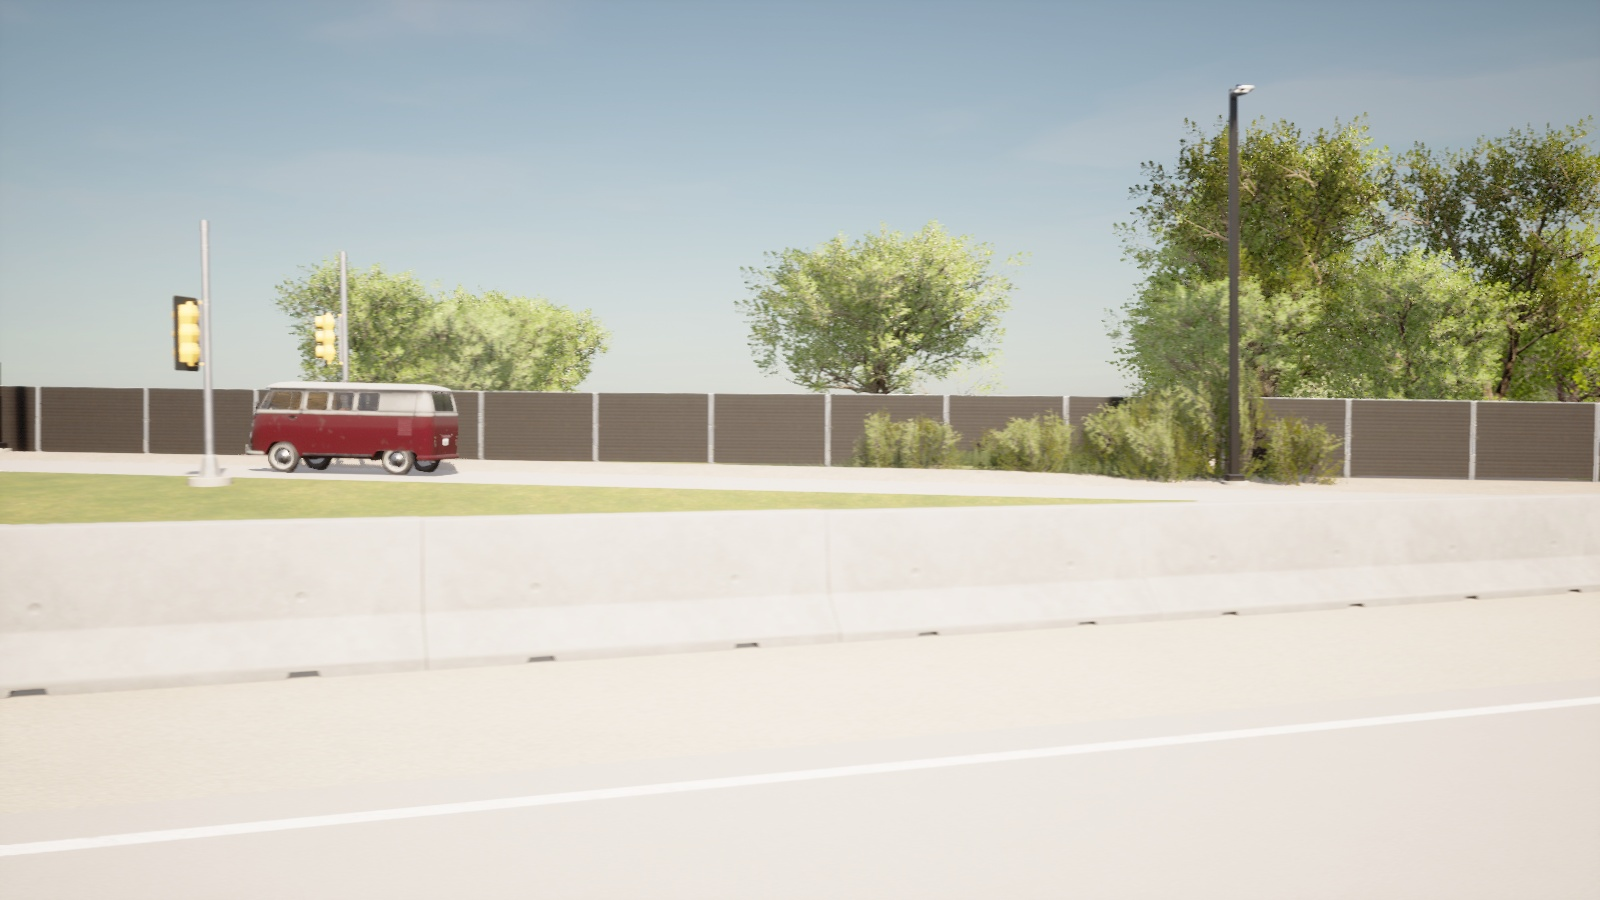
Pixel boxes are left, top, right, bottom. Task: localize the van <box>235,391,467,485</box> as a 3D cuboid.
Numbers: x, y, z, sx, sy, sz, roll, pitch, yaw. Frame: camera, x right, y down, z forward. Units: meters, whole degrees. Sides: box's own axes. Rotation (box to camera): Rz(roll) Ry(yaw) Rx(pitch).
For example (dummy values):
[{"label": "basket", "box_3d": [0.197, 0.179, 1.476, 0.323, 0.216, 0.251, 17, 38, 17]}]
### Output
[{"label": "van", "box_3d": [-9.785, -0.277, 27.557, 4.442, 1.987, 1.775, 0, 2, 6]}]
